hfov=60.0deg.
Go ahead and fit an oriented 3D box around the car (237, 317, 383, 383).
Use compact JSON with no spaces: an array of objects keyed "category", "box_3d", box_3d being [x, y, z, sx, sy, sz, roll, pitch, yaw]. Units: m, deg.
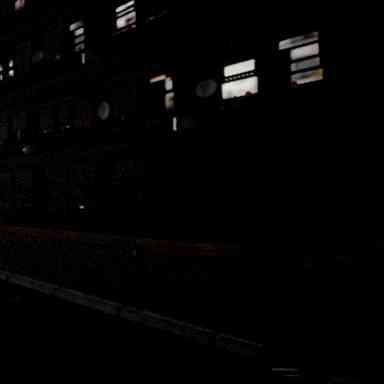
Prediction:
[{"category":"car","box_3d":[2.471,1.315,1.127,5.009,1.841,2.192,0,-1,36]}]
